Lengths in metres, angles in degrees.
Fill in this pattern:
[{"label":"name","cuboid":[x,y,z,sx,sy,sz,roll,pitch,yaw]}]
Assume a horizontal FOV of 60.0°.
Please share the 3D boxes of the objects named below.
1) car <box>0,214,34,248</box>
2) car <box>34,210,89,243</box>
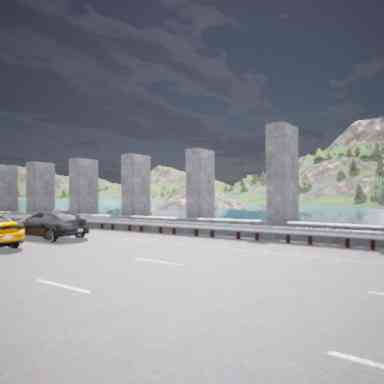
[{"label":"car","cuboid":[-9.206,1.620,14.083,5.008,1.535,1.882,0,0,31]},{"label":"car","cuboid":[-7.285,1.667,17.012,4.674,1.442,1.812,0,0,31]}]
